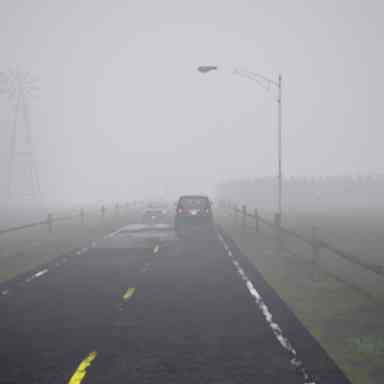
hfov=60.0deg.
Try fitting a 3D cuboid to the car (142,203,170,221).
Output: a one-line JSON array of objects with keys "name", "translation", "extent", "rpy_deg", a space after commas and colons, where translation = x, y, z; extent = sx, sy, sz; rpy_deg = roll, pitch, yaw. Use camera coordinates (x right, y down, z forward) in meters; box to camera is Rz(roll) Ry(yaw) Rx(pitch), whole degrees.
[{"name": "car", "translation": [-2.759, 1.527, 26.205], "extent": [1.895, 1.301, 4.718], "rpy_deg": [0, 0, 0]}]

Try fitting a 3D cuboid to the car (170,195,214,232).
[{"name": "car", "translation": [0.095, 1.165, 19.744], "extent": [2.150, 2.045, 5.566], "rpy_deg": [0, 0, 0]}]

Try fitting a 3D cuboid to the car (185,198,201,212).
[{"name": "car", "translation": [0.089, 1.421, 38.886], "extent": [1.812, 1.442, 4.674], "rpy_deg": [0, 0, 0]}]
